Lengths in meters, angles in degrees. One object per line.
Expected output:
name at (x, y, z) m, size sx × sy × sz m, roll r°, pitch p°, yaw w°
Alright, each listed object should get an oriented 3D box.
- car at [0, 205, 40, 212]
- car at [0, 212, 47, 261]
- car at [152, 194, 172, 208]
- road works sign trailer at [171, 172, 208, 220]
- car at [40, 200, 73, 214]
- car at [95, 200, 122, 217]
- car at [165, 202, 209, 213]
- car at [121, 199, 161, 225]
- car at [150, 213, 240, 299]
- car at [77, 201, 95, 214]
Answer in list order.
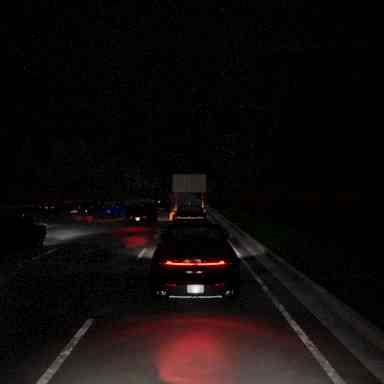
car at (-10.517, 1.547, 17.908) m, size 2.033 × 1.411 × 5.357 m, roll 0°, pitch 0°, yaw -2°
car at (-6.973, 1.600, 11.763) m, size 1.895 × 1.301 × 4.718 m, roll 0°, pitch 0°, yaw -1°
car at (-3.725, 1.220, 40.113) m, size 2.150 × 2.045 × 5.566 m, roll 0°, pitch 0°, yaw -1°
road works sign trailer at (-0.186, 0.464, 22.698) m, size 2.380 × 3.560 × 2.880 m, roll 0°, pitch 0°, yaw -3°
car at (-14.174, 1.548, 34.835) m, size 2.033 × 1.411 × 5.357 m, roll 0°, pitch 0°, yaw -1°
car at (-7.144, 1.477, 30.831) m, size 1.882 × 1.535 × 5.008 m, roll 0°, pitch 0°, yaw -1°
car at (-0.069, 1.488, 18.828) m, size 2.128 × 1.511 × 4.902 m, roll 0°, pitch 0°, yaw 1°
car at (-3.584, 1.504, 24.245) m, size 1.837 × 1.490 × 4.892 m, roll 0°, pitch 0°, yaw -1°
car at (0.047, 1.505, 8.439) m, size 1.837 × 1.490 × 4.892 m, roll 0°, pitch 0°, yaw 0°
car at (-10.688, 1.601, 35.780) m, size 1.895 × 1.301 × 4.718 m, roll 0°, pitch 0°, yaw -1°
